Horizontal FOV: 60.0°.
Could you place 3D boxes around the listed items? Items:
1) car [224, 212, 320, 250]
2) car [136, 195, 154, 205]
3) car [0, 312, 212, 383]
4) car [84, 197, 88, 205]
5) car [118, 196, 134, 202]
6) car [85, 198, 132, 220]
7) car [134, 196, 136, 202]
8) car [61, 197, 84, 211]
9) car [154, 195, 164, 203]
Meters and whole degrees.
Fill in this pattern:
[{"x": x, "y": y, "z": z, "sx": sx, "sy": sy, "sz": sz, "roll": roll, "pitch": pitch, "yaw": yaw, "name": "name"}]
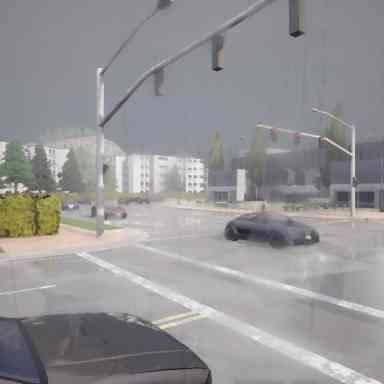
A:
[{"x": 3.320, "y": 1.564, "z": 14.472, "sx": 1.994, "sy": 1.385, "sz": 4.181, "roll": 0, "pitch": 0, "yaw": -36, "name": "car"}, {"x": -8.632, "y": 1.505, "z": 61.169, "sx": 1.837, "sy": 1.490, "sz": 4.892, "roll": 0, "pitch": 0, "yaw": -1, "name": "car"}, {"x": -2.361, "y": 1.547, "z": 2.080, "sx": 5.357, "sy": 1.411, "sz": 2.033, "roll": 0, "pitch": 0, "yaw": -35, "name": "car"}, {"x": -19.439, "y": 1.547, "z": 59.321, "sx": 2.033, "sy": 1.411, "sz": 5.357, "roll": 0, "pitch": 0, "yaw": -2, "name": "car"}, {"x": -12.061, "y": 1.492, "z": 58.853, "sx": 2.128, "sy": 1.511, "sz": 4.902, "roll": 0, "pitch": 0, "yaw": -4, "name": "car"}, {"x": -7.160, "y": 1.525, "z": 28.175, "sx": 1.812, "sy": 1.442, "sz": 4.674, "roll": 0, "pitch": 0, "yaw": -36, "name": "car"}, {"x": -11.381, "y": 1.477, "z": 68.885, "sx": 1.882, "sy": 1.535, "sz": 5.008, "roll": 0, "pitch": 0, "yaw": 14, "name": "car"}, {"x": -14.794, "y": 1.492, "z": 40.379, "sx": 2.128, "sy": 1.511, "sz": 4.902, "roll": 0, "pitch": 0, "yaw": -23, "name": "car"}, {"x": -7.538, "y": 1.354, "z": 70.934, "sx": 2.097, "sy": 1.767, "sz": 4.553, "roll": 0, "pitch": 0, "yaw": 17, "name": "car"}]
